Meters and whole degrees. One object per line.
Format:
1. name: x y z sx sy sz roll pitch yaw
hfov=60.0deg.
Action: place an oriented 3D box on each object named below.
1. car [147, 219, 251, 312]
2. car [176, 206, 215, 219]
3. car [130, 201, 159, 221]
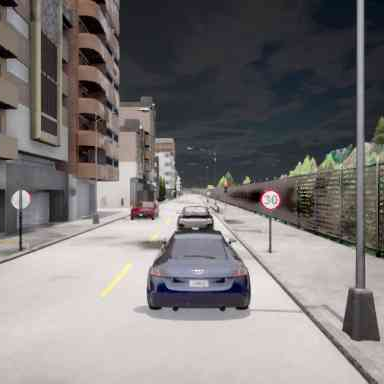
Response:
1. car: 0.131 1.564 7.819 1.994 1.385 4.181 0 0 0
2. car: 0.185 1.492 17.734 2.128 1.511 4.902 0 0 1
3. car: -3.859 1.479 27.750 1.882 1.535 5.008 0 0 1
